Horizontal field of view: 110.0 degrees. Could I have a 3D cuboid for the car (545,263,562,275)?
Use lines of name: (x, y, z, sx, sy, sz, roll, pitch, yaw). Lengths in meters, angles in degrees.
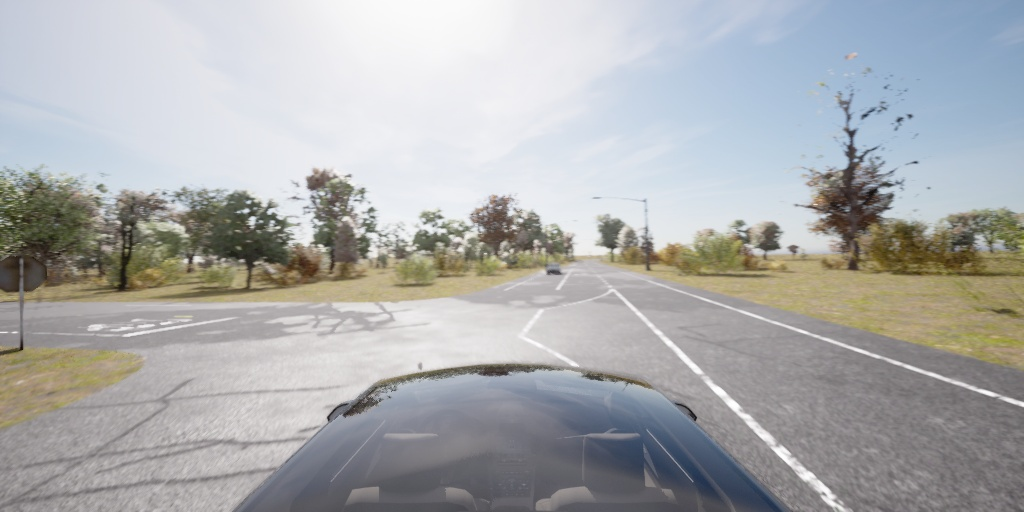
car: (5.353, 1.663, 45.684, 1.837, 1.490, 4.892, -2, -1, 11)
